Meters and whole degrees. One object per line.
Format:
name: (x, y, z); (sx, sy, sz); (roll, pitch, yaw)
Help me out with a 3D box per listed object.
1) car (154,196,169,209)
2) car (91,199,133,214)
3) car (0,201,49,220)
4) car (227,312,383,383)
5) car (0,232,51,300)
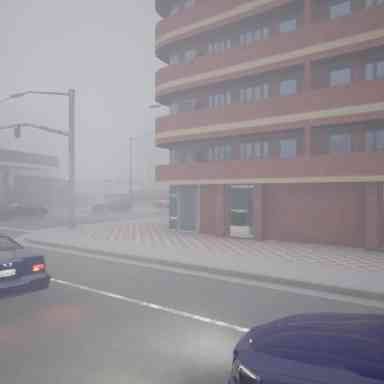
car: (-3.040, 1.352, 44.827); (2.097, 1.767, 4.553); (0, 0, 35)
car: (-8.733, 1.478, 36.474); (1.882, 1.535, 5.008); (0, 0, 34)
car: (-14.478, 1.526, 28.007); (1.812, 1.442, 4.674); (0, 0, 34)
car: (2.476, 1.526, 2.225); (4.674, 1.442, 1.812); (0, 0, 35)
car: (-5.380, 1.547, 7.717); (5.357, 1.411, 2.033); (0, 0, 38)
